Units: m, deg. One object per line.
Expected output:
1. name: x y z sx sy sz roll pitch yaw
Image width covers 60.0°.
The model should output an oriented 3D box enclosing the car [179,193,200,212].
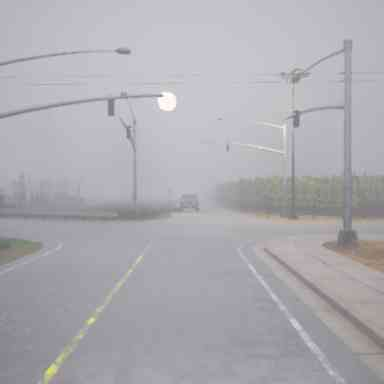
1. car: -0.348 1.168 38.457 2.150 2.045 5.566 0 0 -3

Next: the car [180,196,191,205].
1. car: -1.189 1.431 57.568 1.812 1.442 4.674 0 0 -2
